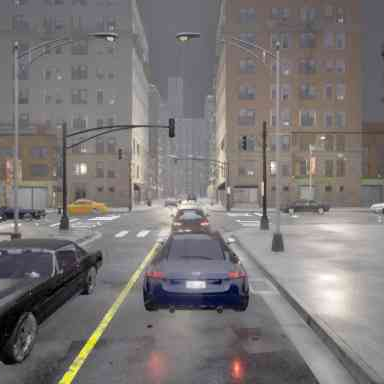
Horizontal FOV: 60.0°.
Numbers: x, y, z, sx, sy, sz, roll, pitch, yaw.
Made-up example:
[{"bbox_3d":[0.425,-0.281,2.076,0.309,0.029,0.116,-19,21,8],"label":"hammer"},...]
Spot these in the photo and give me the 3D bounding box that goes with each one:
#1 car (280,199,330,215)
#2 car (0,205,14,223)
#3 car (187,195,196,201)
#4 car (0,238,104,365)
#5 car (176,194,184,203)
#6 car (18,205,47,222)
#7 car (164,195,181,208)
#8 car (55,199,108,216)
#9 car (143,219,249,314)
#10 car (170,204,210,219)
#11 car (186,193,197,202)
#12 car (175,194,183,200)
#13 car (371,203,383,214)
[{"bbox_3d":[11.161,1.449,33.236,4.892,1.490,1.837,0,0,0],"label":"car"},{"bbox_3d":[-15.221,1.616,23.124,4.181,1.385,1.994,0,0,0],"label":"car"},{"bbox_3d":[-0.103,1.583,86.624,2.128,1.511,4.902,0,0,0],"label":"car"},{"bbox_3d":[-3.099,1.601,5.939,1.895,1.301,4.718,0,0,0],"label":"car"},{"bbox_3d":[-3.082,1.389,65.062,2.097,1.767,4.553,0,0,0],"label":"car"},{"bbox_3d":[-14.150,1.648,26.379,4.718,1.301,1.895,0,0,0],"label":"car"},{"bbox_3d":[-3.088,1.569,49.532,2.033,1.411,5.357,0,0,0],"label":"car"},{"bbox_3d":[-10.899,1.511,32.903,5.008,1.535,1.882,0,1,-6],"label":"car"},{"bbox_3d":[0.084,1.564,7.725,1.994,1.385,4.181,0,0,0],"label":"car"},{"bbox_3d":[-0.085,1.525,16.469,1.812,1.442,4.674,0,0,-1],"label":"car"},{"bbox_3d":[-0.070,1.274,76.236,2.150,2.045,5.566,0,0,0],"label":"car"},{"bbox_3d":[-3.085,1.167,80.395,1.837,1.490,4.892,0,0,0],"label":"car"},{"bbox_3d":[20.423,1.438,33.289,4.674,1.442,1.812,0,0,-1],"label":"car"}]
